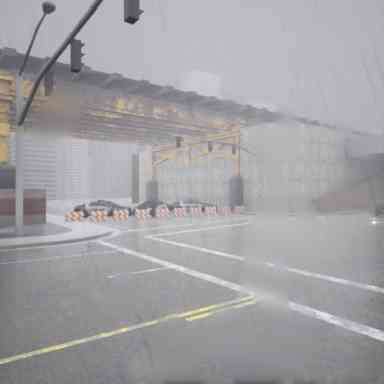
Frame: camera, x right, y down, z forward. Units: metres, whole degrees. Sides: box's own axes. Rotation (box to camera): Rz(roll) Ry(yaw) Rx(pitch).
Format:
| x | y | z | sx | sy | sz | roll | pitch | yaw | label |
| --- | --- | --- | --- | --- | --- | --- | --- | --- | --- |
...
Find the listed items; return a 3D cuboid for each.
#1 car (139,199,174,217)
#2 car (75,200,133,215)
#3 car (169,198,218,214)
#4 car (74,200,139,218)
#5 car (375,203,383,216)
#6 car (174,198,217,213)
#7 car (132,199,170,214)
| x | y | z | sx | sy | sz | roll | pitch | yaw | label |
| --- | --- | --- | --- | --- | --- | --- | --- | --- | --- |
| -3.766 | 1.453 | 31.511 | 2.038 | 1.542 | 4.974 | 0 | 0 | 18 | car |
| -7.560 | 1.295 | 28.831 | 4.536 | 1.218 | 1.853 | 0 | 0 | 8 | car |
| 0.142 | 1.453 | 35.273 | 4.974 | 1.542 | 2.038 | 0 | 0 | -7 | car |
| -7.509 | 1.453 | 28.824 | 4.974 | 1.542 | 2.038 | 0 | 0 | 8 | car |
| 19.177 | 1.478 | 31.459 | 5.008 | 1.535 | 1.882 | 0 | 0 | -37 | car |
| 0.091 | 1.295 | 35.267 | 4.536 | 1.218 | 1.853 | 0 | 0 | -7 | car |
| -3.750 | 1.295 | 31.561 | 1.853 | 1.218 | 4.536 | 0 | 0 | 18 | car |
